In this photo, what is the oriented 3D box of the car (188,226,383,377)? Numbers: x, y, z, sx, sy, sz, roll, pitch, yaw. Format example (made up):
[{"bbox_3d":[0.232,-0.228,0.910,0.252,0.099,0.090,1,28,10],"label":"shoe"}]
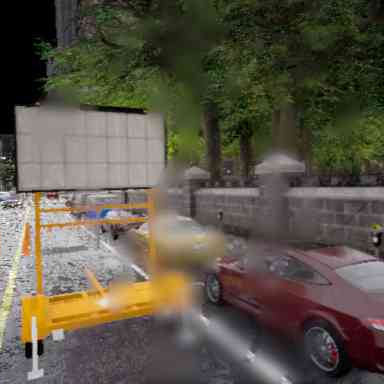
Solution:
[{"bbox_3d":[1.697,1.412,5.195,1.802,1.307,4.206,-2,1,-26],"label":"car"}]

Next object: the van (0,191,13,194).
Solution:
[{"bbox_3d":[-34.158,0.890,60.450,1.690,1.788,3.998,-2,1,-26],"label":"van"}]

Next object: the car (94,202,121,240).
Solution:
[{"bbox_3d":[-3.066,1.325,15.164,1.802,1.307,4.206,-2,1,-26],"label":"car"}]

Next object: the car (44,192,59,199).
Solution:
[{"bbox_3d":[-28.819,0.534,69.038,2.192,1.841,5.009,-2,1,-26],"label":"car"}]

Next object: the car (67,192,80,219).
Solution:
[{"bbox_3d":[-7.836,0.965,25.127,2.192,1.841,5.009,-2,1,-26],"label":"car"}]

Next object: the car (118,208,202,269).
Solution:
[{"bbox_3d":[-0.759,1.311,10.331,1.752,1.417,4.829,-2,1,-26],"label":"car"}]

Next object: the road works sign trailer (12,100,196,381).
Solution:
[{"bbox_3d":[-1.600,0.373,5.601,2.380,3.560,2.880,-2,1,-26],"label":"road works sign trailer"}]

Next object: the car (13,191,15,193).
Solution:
[{"bbox_3d":[-36.501,0.944,65.361,1.967,1.590,4.097,-2,1,-26],"label":"car"}]

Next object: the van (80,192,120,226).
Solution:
[{"bbox_3d":[-5.454,1.039,20.143,1.690,1.788,3.998,-2,1,-26],"label":"van"}]

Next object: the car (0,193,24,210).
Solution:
[{"bbox_3d":[-20.643,1.190,38.504,1.837,1.490,4.892,-2,1,-25],"label":"car"}]

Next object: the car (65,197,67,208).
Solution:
[{"bbox_3d":[-10.217,0.916,30.112,2.192,1.841,5.009,-2,1,-26],"label":"car"}]
